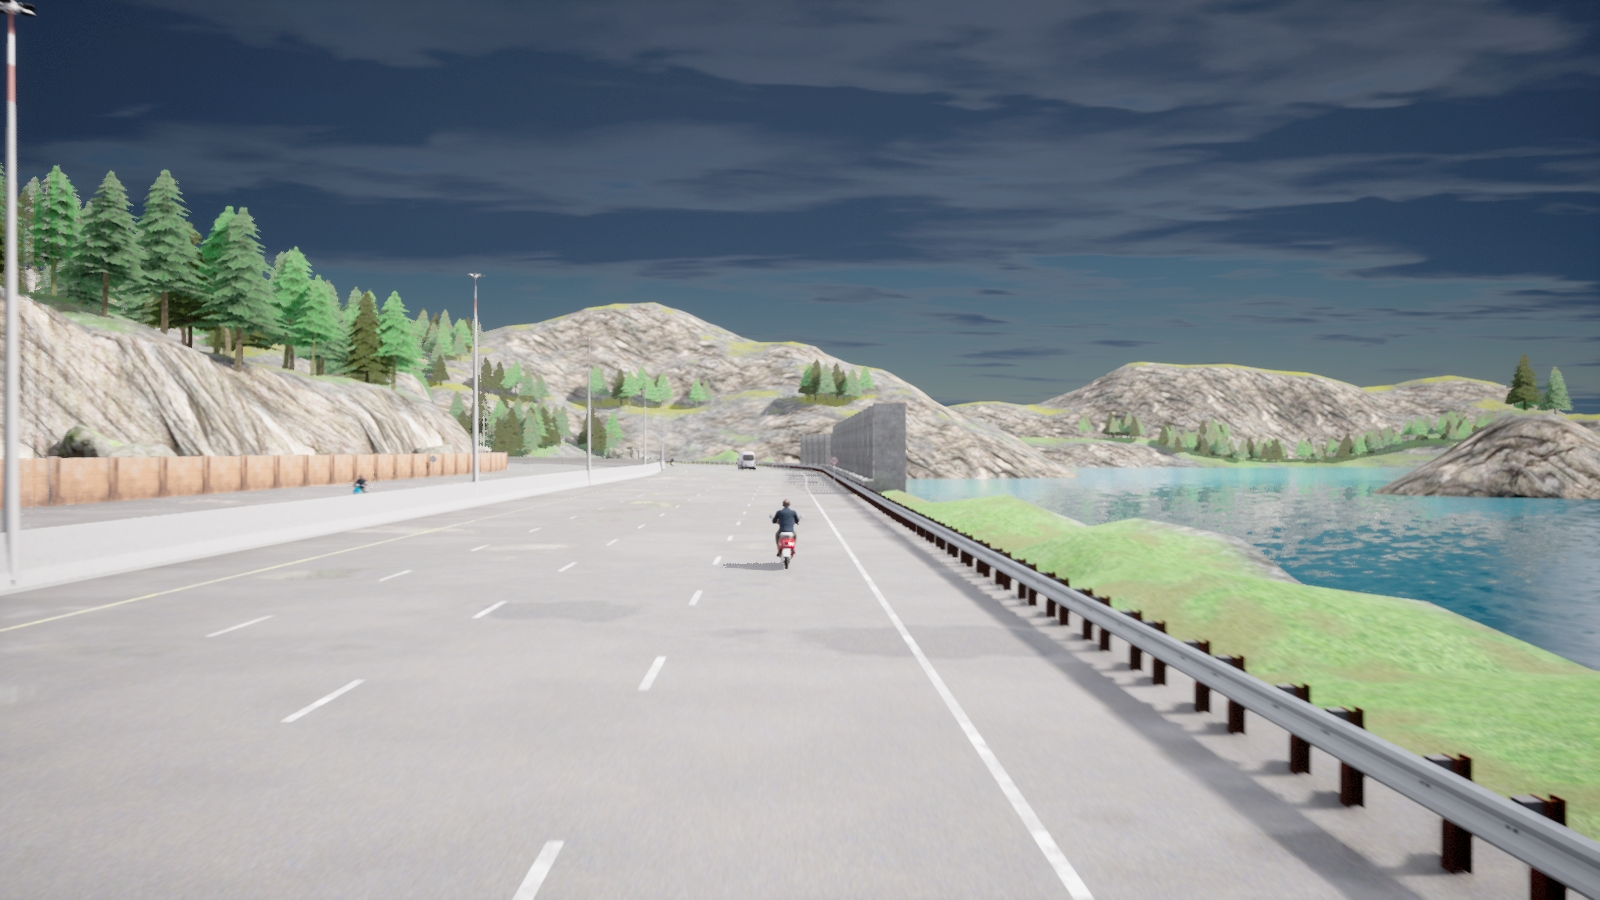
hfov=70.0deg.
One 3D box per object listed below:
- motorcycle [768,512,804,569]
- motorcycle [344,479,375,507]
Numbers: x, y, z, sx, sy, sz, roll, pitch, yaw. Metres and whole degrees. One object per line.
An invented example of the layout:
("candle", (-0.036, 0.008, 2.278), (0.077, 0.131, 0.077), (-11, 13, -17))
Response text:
("motorcycle", (-0.339, 2.177, 27.671), (0.856, 1.236, 1.805), (0, 0, -1))
("motorcycle", (-21.816, 2.132, 56.653), (0.856, 1.334, 1.805), (0, 0, -1))
